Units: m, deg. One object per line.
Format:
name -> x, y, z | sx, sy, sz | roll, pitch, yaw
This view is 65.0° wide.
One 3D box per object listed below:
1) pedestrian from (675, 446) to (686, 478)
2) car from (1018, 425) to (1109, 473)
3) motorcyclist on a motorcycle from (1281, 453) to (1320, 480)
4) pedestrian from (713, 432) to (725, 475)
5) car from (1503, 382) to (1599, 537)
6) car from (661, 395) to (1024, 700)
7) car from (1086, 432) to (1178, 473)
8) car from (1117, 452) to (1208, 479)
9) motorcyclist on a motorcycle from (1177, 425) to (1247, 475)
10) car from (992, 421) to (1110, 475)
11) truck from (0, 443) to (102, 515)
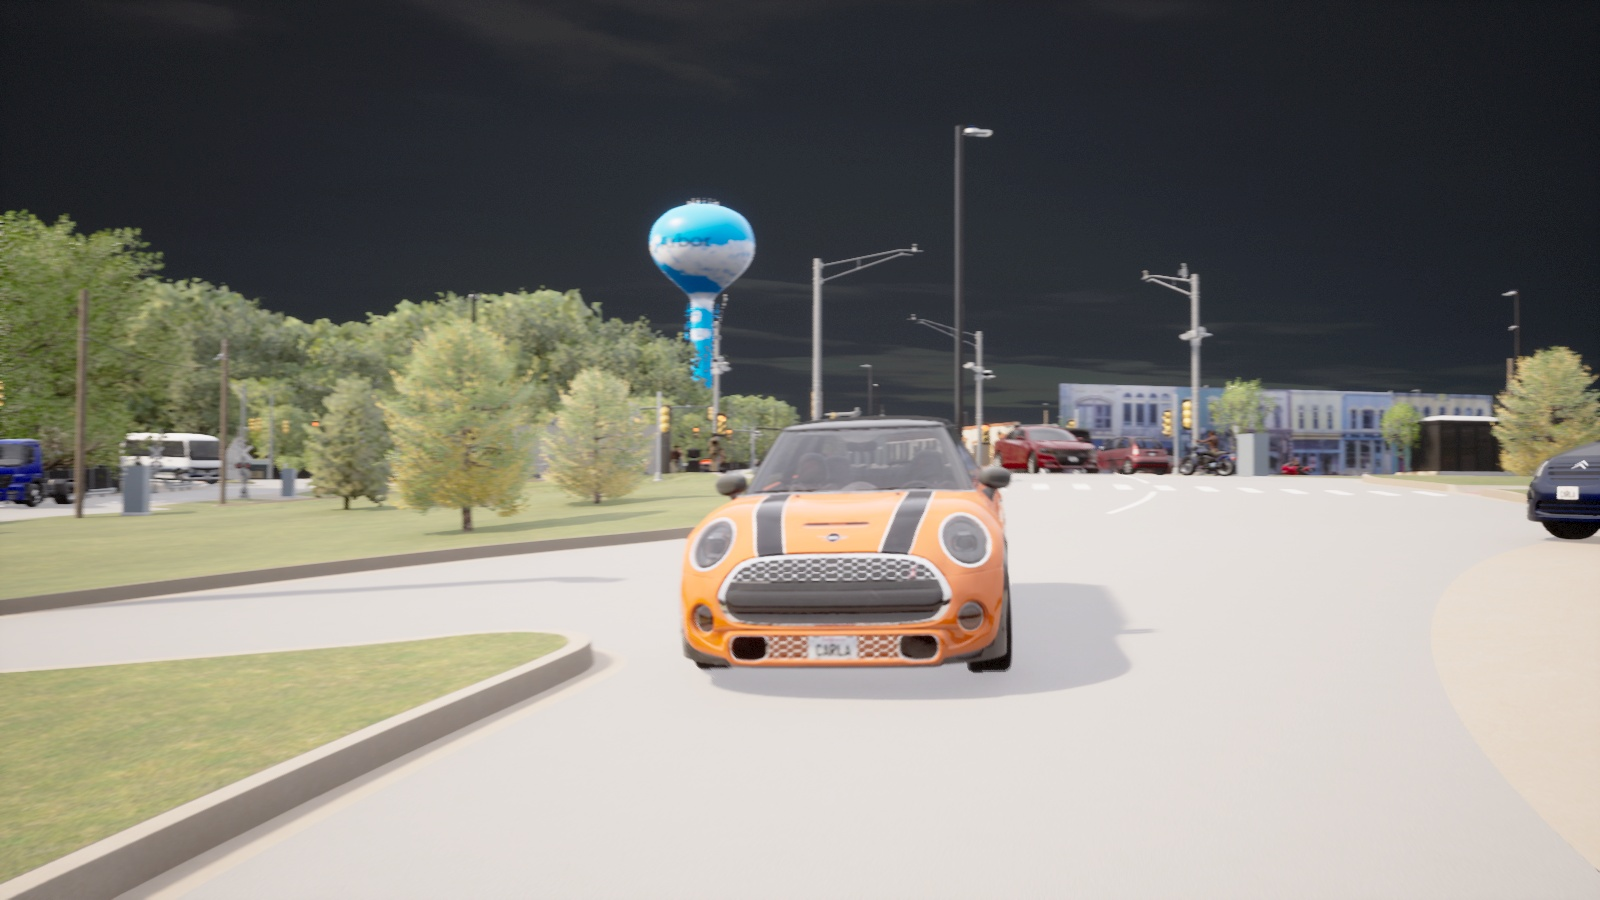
pedestrian -> -6.922, 0.699, 72.767 | 0.431, 1.840, 0.703 | -1, -2, 10
car -> 10.759, -0.004, 51.582 | 1.905, 1.878, 3.866 | 1, -1, -20
motorcyclist on a motorcycle -> 29.414, 0.959, 73.836 | 2.044, 1.523, 0.797 | 1, -2, -14
pedestrian -> -3.687, 0.168, 57.127 | 0.396, 1.930, 0.692 | 0, -2, -13
car -> 10.279, 0.046, 13.949 | 3.988, 1.617, 1.851 | -2, -1, -11
car -> 0.591, 0.533, 9.700 | 2.097, 1.767, 4.553 | -2, 1, 9
car -> 13.811, 0.121, 52.453 | 1.851, 1.617, 3.988 | 0, -1, -18
car -> 20.683, 0.887, 71.723 | 4.674, 1.442, 1.812 | 1, -2, -14
motorcyclist on a motorcycle -> 14.147, 0.017, 43.196 | 0.766, 1.649, 2.350 | 1, -1, -32
car -> 7.558, -0.044, 38.361 | 1.882, 1.535, 5.008 | 0, 0, -9
truck -> -39.241, 1.446, 64.721 | 2.891, 3.462, 7.936 | 0, 0, -7
